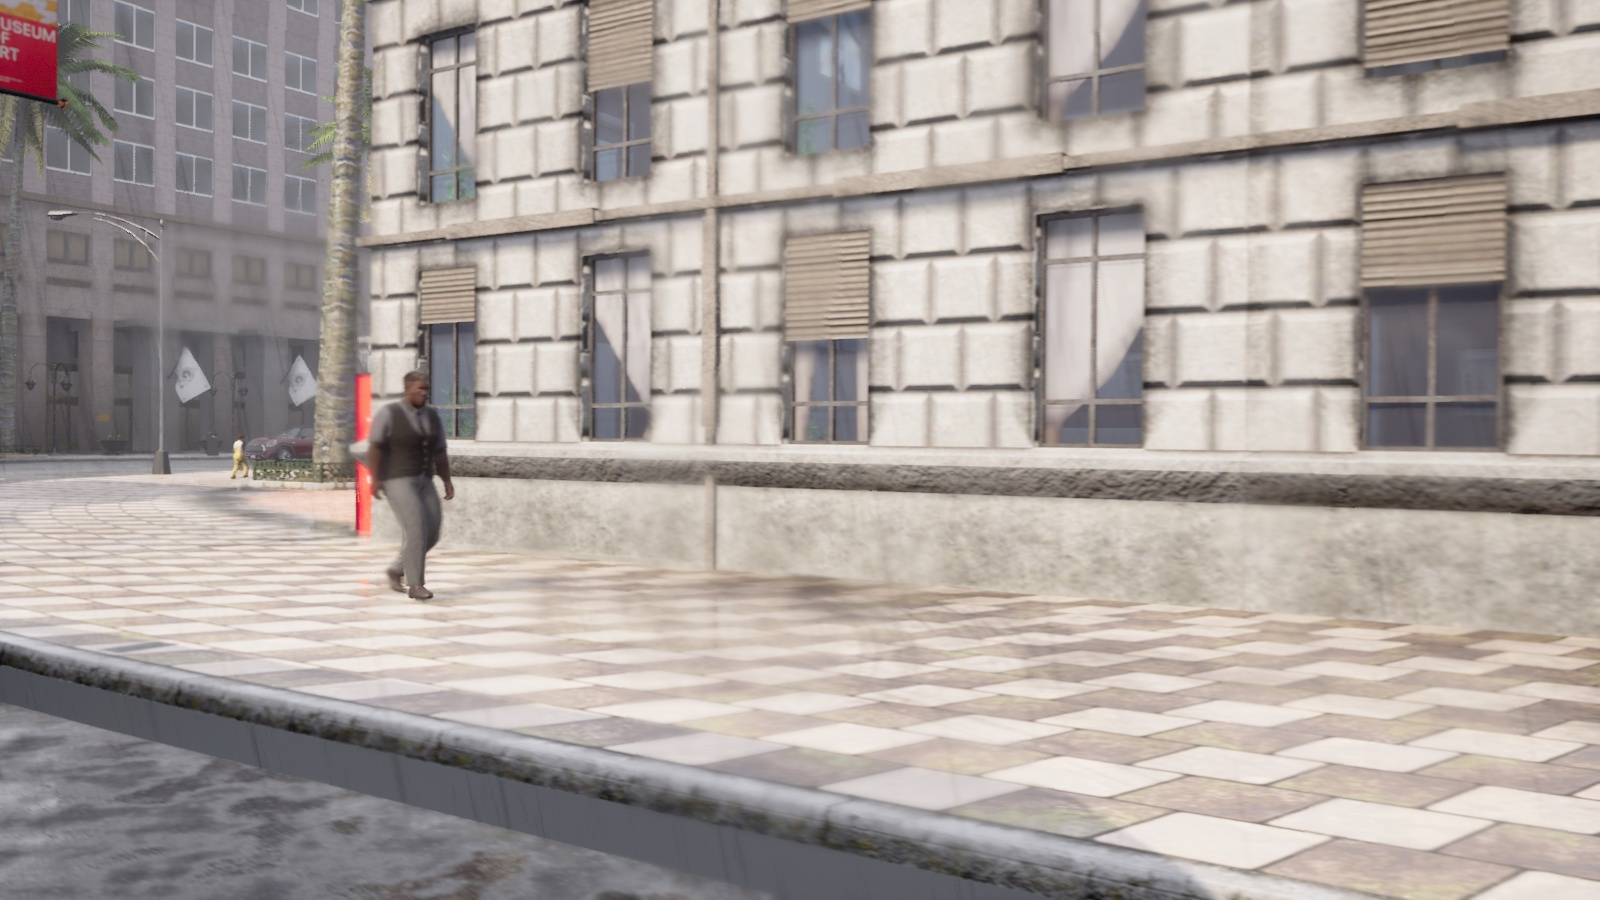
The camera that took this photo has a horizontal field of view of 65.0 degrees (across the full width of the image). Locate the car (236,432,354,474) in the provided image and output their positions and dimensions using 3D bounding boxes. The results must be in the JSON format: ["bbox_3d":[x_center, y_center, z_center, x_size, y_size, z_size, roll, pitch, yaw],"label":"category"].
[{"bbox_3d":[-22.744,0.107,56.672,2.097,1.767,4.553,0,1,33],"label":"car"}]

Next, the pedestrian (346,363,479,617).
[{"bbox_3d":[-3.022,0.295,9.796,0.849,1.883,0.563,0,1,35],"label":"pedestrian"}]

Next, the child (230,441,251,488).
[{"bbox_3d":[-15.141,0.394,33.970,0.270,1.263,0.437,0,1,24],"label":"child"}]
